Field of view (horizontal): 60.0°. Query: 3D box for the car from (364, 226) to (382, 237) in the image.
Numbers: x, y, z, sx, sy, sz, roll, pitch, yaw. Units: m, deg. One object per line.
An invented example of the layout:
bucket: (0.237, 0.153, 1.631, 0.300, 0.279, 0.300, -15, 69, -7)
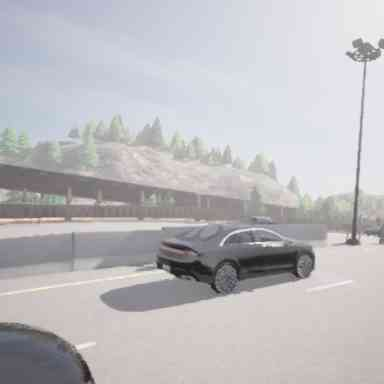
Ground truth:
car: (24.269, 5.057, 42.753, 5.357, 1.411, 2.033, 8, -5, -35)

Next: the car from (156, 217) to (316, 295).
car: (1.394, 1.607, 9.040, 4.902, 1.511, 2.128, 2, -1, -35)

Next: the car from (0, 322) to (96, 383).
car: (-2.953, 1.480, 1.653, 4.902, 1.511, 2.128, 0, 0, -35)
